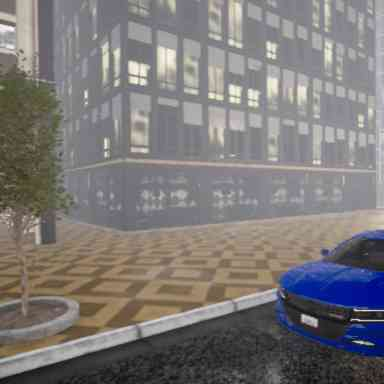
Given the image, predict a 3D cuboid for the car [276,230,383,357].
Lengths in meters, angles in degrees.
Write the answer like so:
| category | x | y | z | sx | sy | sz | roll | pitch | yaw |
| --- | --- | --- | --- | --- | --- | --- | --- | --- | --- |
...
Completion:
| category | x | y | z | sx | sy | sz | roll | pitch | yaw |
| --- | --- | --- | --- | --- | --- | --- | --- | --- | --- |
| car | 3.622 | 1.464 | 5.948 | 5.008 | 1.535 | 1.882 | 0 | 0 | -35 |
